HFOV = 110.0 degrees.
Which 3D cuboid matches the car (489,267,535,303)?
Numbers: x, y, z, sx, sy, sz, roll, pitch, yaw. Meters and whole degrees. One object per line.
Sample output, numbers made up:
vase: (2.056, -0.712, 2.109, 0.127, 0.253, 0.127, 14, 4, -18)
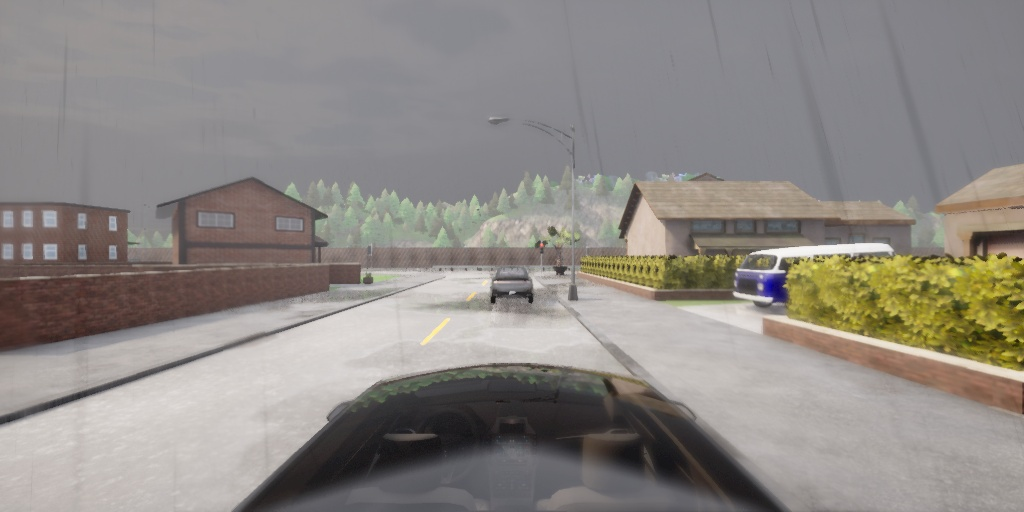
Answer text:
car: (0.000, 1.244, 16.500, 2.128, 1.511, 4.902, 0, 0, 0)
